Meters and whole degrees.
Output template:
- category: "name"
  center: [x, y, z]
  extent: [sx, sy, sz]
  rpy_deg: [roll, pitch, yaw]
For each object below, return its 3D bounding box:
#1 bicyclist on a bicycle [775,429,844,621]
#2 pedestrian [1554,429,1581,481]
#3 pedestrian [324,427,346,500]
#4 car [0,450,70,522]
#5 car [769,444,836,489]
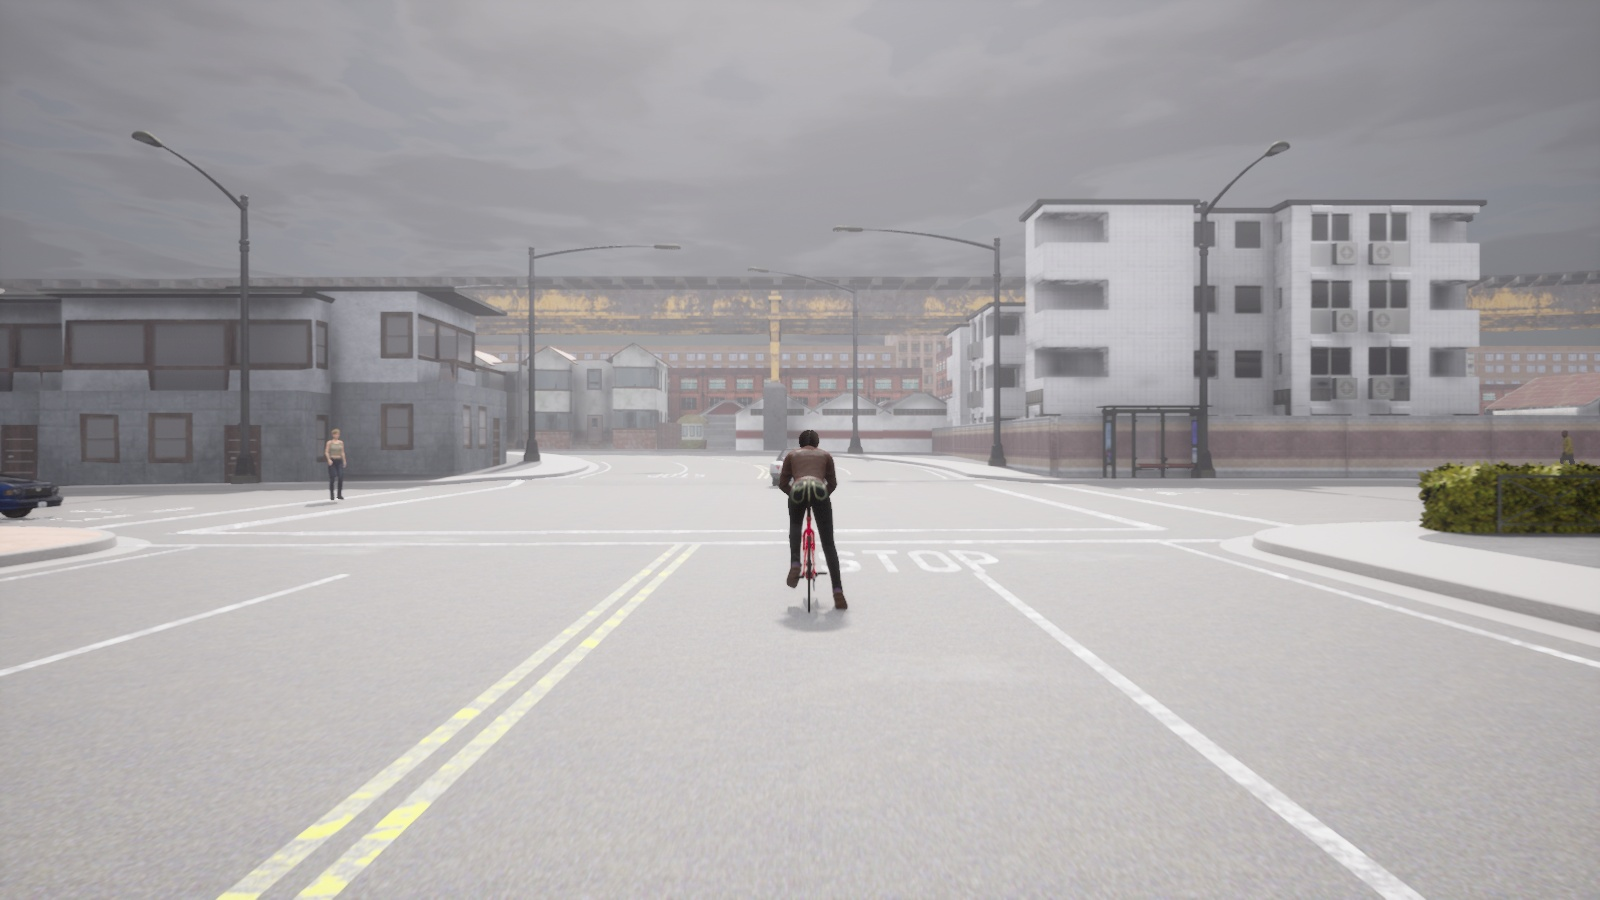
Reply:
- category: "bicyclist on a bicycle"
  center: [0.081, 0.635, 11.447]
  extent: [0.582, 1.620, 1.656]
  rpy_deg: [0, 0, 0]
- category: "pedestrian"
  center: [27.195, 0.173, 44.511]
  extent: [0.726, 1.835, 0.370]
  rpy_deg: [0, 0, 2]
- category: "pedestrian"
  center: [-11.881, 0.341, 32.084]
  extent: [0.345, 1.836, 0.594]
  rpy_deg: [0, 0, -39]
- category: "car"
  center: [-18.246, 0.741, 25.714]
  extent: [5.357, 1.411, 2.033]
  rpy_deg: [-1, 0, -1]
- category: "car"
  center: [0.140, 0.548, 45.136]
  extent: [1.895, 1.301, 4.718]
  rpy_deg: [0, 3, 7]
